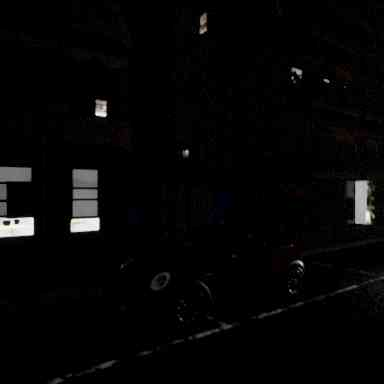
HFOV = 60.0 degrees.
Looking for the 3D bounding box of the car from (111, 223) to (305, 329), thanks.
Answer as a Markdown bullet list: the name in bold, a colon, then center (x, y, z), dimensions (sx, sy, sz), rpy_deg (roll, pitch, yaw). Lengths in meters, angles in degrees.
- **car**: center (0.425, 1.430, 6.863), dimensions (4.097, 1.590, 1.967), rpy_deg (0, 0, -35)
